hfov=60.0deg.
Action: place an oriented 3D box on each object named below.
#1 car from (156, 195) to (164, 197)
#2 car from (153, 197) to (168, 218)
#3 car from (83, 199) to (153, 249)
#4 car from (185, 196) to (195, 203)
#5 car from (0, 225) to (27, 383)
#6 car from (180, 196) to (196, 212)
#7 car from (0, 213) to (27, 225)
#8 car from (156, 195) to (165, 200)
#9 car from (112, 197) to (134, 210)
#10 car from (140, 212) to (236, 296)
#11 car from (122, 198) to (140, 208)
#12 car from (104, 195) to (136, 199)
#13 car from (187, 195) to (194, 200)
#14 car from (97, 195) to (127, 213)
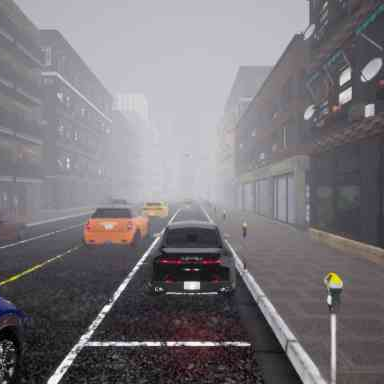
[{"bbox_3d":[-8.834,1.541,87.882,2.008,1.369,4.403,0,0,0],"label":"car"},{"bbox_3d":[-3.059,1.478,27.882,1.882,1.535,5.008,0,0,0],"label":"car"},{"bbox_3d":[-3.146,1.352,14.703,2.097,1.767,4.553,0,0,0],"label":"car"},{"bbox_3d":[-0.453,1.545,70.970,2.008,1.369,4.403,0,0,0],"label":"car"},{"bbox_3d":[-3.051,1.352,2.156,2.097,1.767,4.553,0,0,0],"label":"car"},{"bbox_3d":[-0.454,1.525,37.323,1.752,1.417,4.829,0,0,0],"label":"car"},{"bbox_3d":[-8.835,1.583,14.612,1.802,1.307,4.206,0,0,0],"label":"car"},{"bbox_3d":[-8.834,1.539,93.519,2.008,1.369,4.403,0,0,0],"label":"car"},{"bbox_3d":[-8.834,1.439,42.793,1.967,1.590,4.097,0,0,0],"label":"car"},{"bbox_3d":[0.001,1.504,8.649,1.837,1.490,4.892,0,0,0],"label":"car"},{"bbox_3d":[-8.834,1.543,48.430,1.887,1.381,4.507,0,0,0],"label":"car"},{"bbox_3d":[-6.242,1.352,28.491,2.097,1.767,4.553,0,0,0],"label":"car"},{"bbox_3d":[-0.452,1.513,93.685,1.752,1.417,4.829,0,0,0],"label":"car"},{"bbox_3d":[-8.833,1.314,37.157,2.192,1.841,5.009,0,0,0],"label":"car"}]
